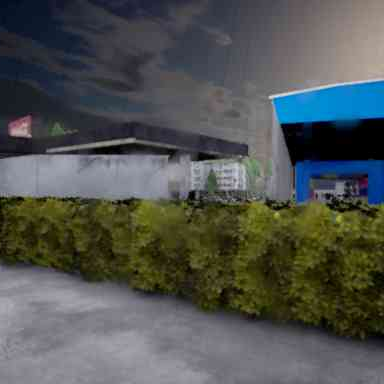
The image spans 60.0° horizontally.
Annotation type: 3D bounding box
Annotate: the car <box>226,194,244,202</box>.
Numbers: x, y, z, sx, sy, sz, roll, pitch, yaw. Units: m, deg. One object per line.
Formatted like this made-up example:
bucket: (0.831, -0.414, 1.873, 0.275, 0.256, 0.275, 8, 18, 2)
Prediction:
car: (8.647, 1.350, 66.037, 1.932, 1.855, 4.605, 0, 0, 36)

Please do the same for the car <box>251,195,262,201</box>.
car: (15.976, 1.558, 81.787, 1.970, 1.475, 3.806, 0, 0, 36)

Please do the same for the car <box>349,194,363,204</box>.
car: (34.338, 1.424, 69.437, 1.932, 1.855, 4.605, 0, 0, 36)

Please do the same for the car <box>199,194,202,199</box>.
car: (1.377, 1.296, 61.582, 1.905, 1.878, 3.866, 0, 0, 36)

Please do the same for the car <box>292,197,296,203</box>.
car: (18.329, 1.547, 58.167, 2.007, 1.523, 4.514, 0, 0, 36)

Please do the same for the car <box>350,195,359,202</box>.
car: (26.406, 1.568, 52.283, 1.845, 1.501, 3.633, 0, 0, 36)

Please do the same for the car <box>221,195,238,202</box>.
car: (8.880, 1.594, 78.216, 2.007, 1.523, 4.514, 0, 0, 36)

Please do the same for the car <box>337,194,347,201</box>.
car: (31.741, 1.402, 70.803, 1.905, 1.878, 3.866, 0, 0, 36)

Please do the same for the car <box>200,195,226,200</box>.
car: (3.714, 1.578, 59.139, 1.970, 1.475, 3.806, 0, 0, 36)
